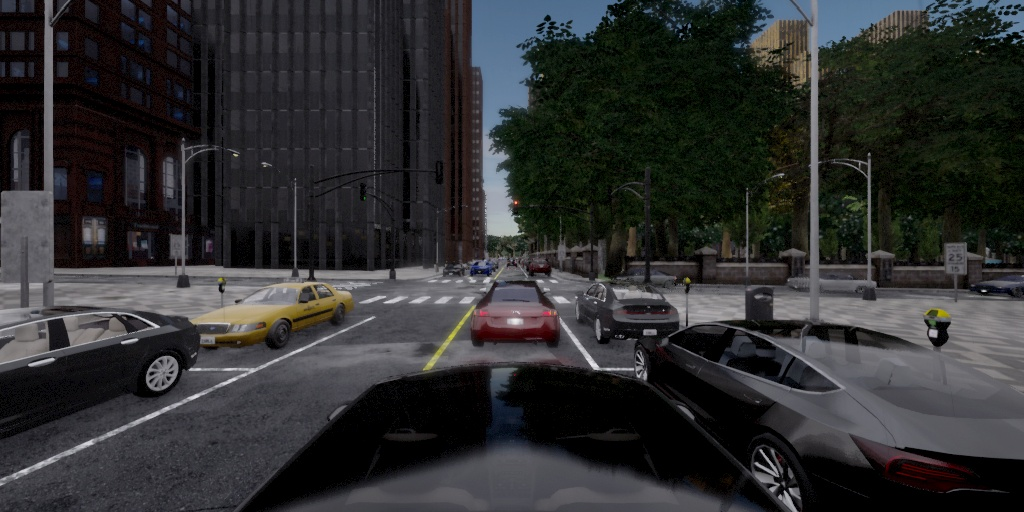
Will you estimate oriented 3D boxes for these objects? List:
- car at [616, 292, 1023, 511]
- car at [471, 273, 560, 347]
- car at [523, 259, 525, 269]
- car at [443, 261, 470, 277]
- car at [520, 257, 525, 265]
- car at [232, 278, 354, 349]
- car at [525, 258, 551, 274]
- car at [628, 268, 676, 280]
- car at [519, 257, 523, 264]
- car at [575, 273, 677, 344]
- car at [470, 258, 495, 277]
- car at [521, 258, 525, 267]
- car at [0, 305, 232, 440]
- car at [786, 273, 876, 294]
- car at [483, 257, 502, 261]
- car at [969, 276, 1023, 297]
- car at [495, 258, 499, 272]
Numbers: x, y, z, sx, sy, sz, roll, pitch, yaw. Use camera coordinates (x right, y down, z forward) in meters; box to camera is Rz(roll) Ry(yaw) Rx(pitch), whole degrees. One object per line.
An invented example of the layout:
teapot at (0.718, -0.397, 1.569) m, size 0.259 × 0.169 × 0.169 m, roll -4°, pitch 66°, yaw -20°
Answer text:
car at (2.763, 1.316, 3.848) m, size 1.948 × 1.339 × 4.313 m, roll 0°, pitch 0°, yaw 0°
car at (0.081, 1.314, 9.356) m, size 1.994 × 1.385 × 4.181 m, roll 0°, pitch 0°, yaw 0°
car at (2.766, 1.340, 46.938) m, size 1.948 × 1.339 × 4.313 m, roll 0°, pitch 0°, yaw 0°
car at (-5.760, 1.328, 36.017) m, size 1.948 × 1.339 × 4.313 m, roll 0°, pitch 0°, yaw 0°
car at (2.767, 1.337, 57.851) m, size 2.007 × 1.370 × 4.403 m, roll 0°, pitch 0°, yaw 0°
car at (-5.762, 1.276, 9.182) m, size 1.751 × 1.417 × 4.829 m, roll 0°, pitch 0°, yaw 0°
car at (2.765, 1.077, 36.025) m, size 2.192 × 1.841 × 5.009 m, roll 0°, pitch 0°, yaw 0°
car at (8.796, 1.520, 24.131) m, size 4.181 × 1.385 × 1.994 m, roll 1°, pitch 0°, yaw 0°
car at (2.767, 1.233, 63.307) m, size 1.967 × 1.591 × 4.097 m, roll 0°, pitch 0°, yaw 0°
car at (2.763, 1.301, 9.361) m, size 2.007 × 1.370 × 4.403 m, roll 0°, pitch 0°, yaw 0°
car at (-3.089, 1.240, 36.632) m, size 1.882 × 1.535 × 5.008 m, roll 0°, pitch 0°, yaw 0°
car at (2.766, 1.331, 52.394) m, size 2.007 × 1.370 × 4.403 m, roll 0°, pitch 0°, yaw 0°
car at (-5.762, 1.300, 3.840) m, size 2.007 × 1.370 × 4.403 m, roll 0°, pitch 0°, yaw 0°
car at (21.377, 1.813, 24.200) m, size 4.718 × 1.301 × 1.895 m, roll 1°, pitch 0°, yaw 0°
car at (-3.080, 1.277, 56.642) m, size 2.128 × 1.511 × 4.902 m, roll 0°, pitch 0°, yaw 0°
car at (34.604, 2.036, 24.265) m, size 5.357 × 1.411 × 2.033 m, roll 1°, pitch 0°, yaw 0°
car at (-3.088, 1.338, 46.597) m, size 1.994 × 1.385 × 4.181 m, roll 0°, pitch 0°, yaw 0°
